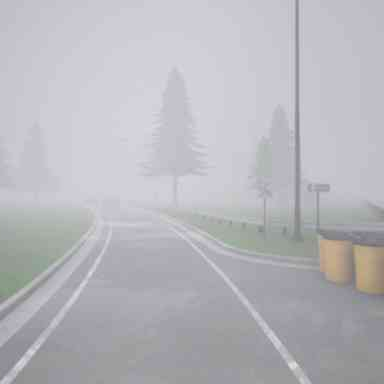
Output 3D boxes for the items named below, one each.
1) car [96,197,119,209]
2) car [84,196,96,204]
[{"bbox_3d":[-10.618,1.326,42.866,2.128,1.511,4.902,0,0,-23],"label":"car"},{"bbox_3d":[-17.574,1.353,57.895,1.994,1.385,4.181,0,0,-25],"label":"car"}]
